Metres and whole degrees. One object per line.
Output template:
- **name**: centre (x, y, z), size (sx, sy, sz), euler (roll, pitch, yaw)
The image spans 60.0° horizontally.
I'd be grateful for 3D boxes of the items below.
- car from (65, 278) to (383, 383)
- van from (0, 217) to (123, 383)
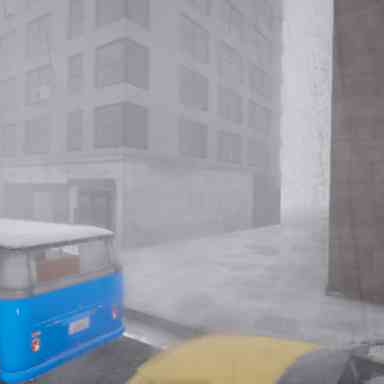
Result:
- **car**: centre (1.521, 1.527, 1.867), size (4.829, 1.417, 1.752), euler (0, 1, 36)
- **van**: centre (-2.821, 1.310, 4.963), size (3.998, 1.788, 1.690), euler (0, 1, 36)
